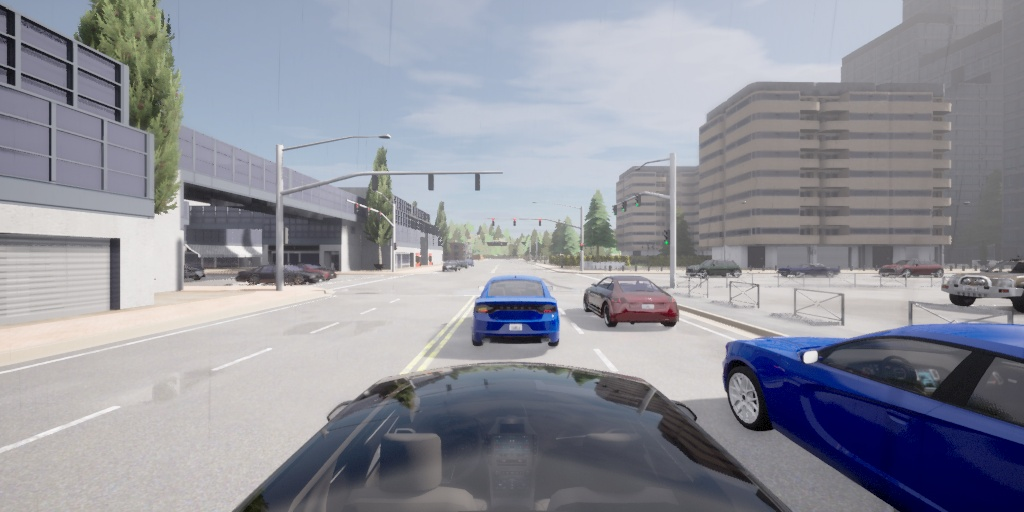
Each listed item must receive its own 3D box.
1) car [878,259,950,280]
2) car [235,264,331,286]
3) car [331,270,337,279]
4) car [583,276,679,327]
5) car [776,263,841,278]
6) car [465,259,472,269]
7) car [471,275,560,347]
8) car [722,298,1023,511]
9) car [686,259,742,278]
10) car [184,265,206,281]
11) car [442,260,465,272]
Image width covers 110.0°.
[{"bbox_3d":[37.467,1.102,33.749,4.553,1.767,2.097,0,0,-1],"label":"car"},{"bbox_3d":[-15.919,1.298,24.776,5.357,1.411,2.033,0,0,-1],"label":"car"},{"bbox_3d":[-16.194,1.314,28.273,4.181,1.385,1.994,0,0,-1],"label":"car"},{"bbox_3d":[3.602,1.314,11.541,1.994,1.385,4.181,0,0,0],"label":"car"},{"bbox_3d":[27.671,1.351,33.562,4.718,1.301,1.895,0,0,-1],"label":"car"},{"bbox_3d":[-7.991,1.314,56.761,1.994,1.385,4.181,0,0,-1],"label":"car"},{"bbox_3d":[0.093,1.228,9.408,1.882,1.535,5.008,0,0,0],"label":"car"},{"bbox_3d":[3.603,1.228,2.557,1.882,1.535,5.008,0,0,0],"label":"car"},{"bbox_3d":[18.684,1.102,33.376,4.553,1.767,2.097,0,0,-1],"label":"car"},{"bbox_3d":[-26.890,1.241,28.122,4.902,1.511,2.128,0,0,-1],"label":"car"},{"bbox_3d":[-7.851,1.241,46.801,2.128,1.511,4.902,0,0,0],"label":"car"}]
